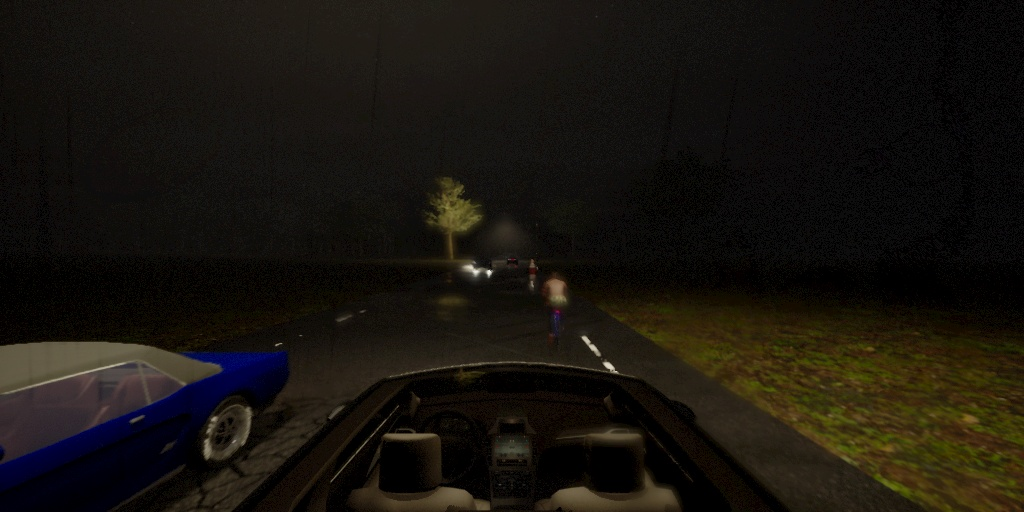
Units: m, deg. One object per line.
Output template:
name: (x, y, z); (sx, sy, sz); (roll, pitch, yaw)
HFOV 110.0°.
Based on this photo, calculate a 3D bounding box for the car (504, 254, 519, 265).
car: (0.063, 0.750, 61.264); (2.128, 1.511, 4.902); (0, 1, 0)

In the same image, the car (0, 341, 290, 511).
car: (-3.599, 1.351, 2.071); (1.895, 1.301, 4.718); (0, 0, 0)

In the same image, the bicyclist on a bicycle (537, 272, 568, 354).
bicyclist on a bicycle: (0.956, 1.187, 7.771); (0.582, 1.620, 1.656); (0, 0, 0)

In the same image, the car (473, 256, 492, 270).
car: (-3.623, 0.798, 45.090); (2.097, 1.767, 4.553); (0, 1, 0)

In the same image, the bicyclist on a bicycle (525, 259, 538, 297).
bicyclist on a bicycle: (0.950, 1.041, 17.124); (0.659, 1.776, 1.843); (0, 1, 0)
